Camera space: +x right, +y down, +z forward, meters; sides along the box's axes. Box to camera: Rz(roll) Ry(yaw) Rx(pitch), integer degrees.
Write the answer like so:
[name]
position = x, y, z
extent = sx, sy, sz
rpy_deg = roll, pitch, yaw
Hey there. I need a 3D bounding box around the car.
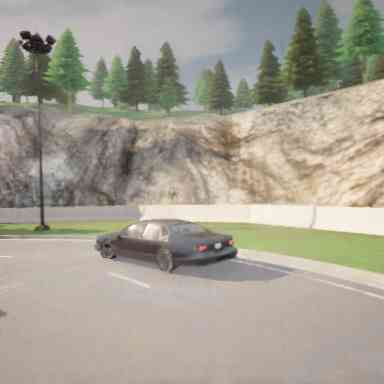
[car]
position = -1.092, 1.561, 10.779
extent = 5.357, 1.411, 2.033
rpy_deg = -2, 0, 44
